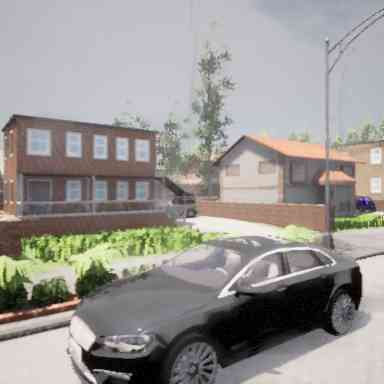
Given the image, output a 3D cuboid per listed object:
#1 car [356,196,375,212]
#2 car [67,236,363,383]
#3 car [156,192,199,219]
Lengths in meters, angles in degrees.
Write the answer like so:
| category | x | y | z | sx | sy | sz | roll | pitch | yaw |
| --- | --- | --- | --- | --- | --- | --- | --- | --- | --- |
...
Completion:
| category | x | y | z | sx | sy | sz | roll | pitch | yaw |
| --- | --- | --- | --- | --- | --- | --- | --- | --- | --- |
| car | 15.345 | 1.109 | 31.742 | 1.845 | 1.501 | 3.633 | 0 | 0 | -35 |
| car | 0.705 | 1.490 | 5.106 | 4.902 | 1.511 | 2.128 | 0 | 0 | -36 |
| car | -1.391 | 0.965 | 22.574 | 3.866 | 1.878 | 1.905 | 0 | 0 | -35 |
